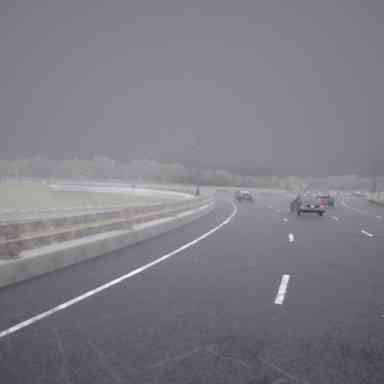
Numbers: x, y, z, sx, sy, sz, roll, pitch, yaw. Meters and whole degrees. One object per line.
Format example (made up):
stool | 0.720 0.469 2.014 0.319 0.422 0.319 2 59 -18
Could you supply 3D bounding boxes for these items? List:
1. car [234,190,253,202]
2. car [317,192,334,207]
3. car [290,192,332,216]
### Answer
car | 6.631 0.444 42.801 1.812 1.442 4.674 1 1 0
car | 13.294 0.784 34.858 2.128 1.511 4.902 2 2 4
car | 8.767 1.003 25.577 2.033 1.411 5.357 2 2 9
